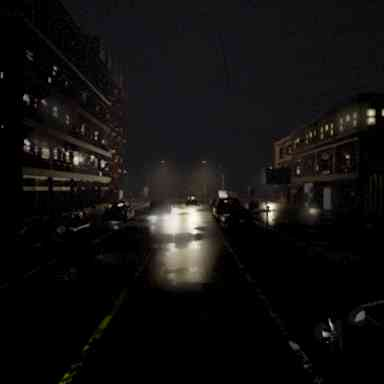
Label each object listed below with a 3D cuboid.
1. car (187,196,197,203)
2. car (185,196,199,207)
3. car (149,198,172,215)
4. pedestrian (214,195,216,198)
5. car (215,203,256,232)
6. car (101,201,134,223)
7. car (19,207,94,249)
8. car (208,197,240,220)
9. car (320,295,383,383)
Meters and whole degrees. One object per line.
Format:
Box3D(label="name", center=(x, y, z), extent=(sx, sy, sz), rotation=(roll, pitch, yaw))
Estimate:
Box3D(label="car", center=(0.011, 1.546, 69.044), extent=(1.994, 1.385, 4.181), rotation=(0, 0, 0))
Box3D(label="car", center=(0.008, 1.521, 53.277), extent=(2.128, 1.511, 4.902), rotation=(0, 0, 0))
Box3D(label="car", center=(-3.090, 1.584, 33.512), extent=(1.994, 1.385, 4.181), rotation=(0, 0, 0))
Box3D(label="pedestrian", center=(3.007, 1.319, 44.026), extent=(0.375, 1.860, 0.375), rotation=(-1, 1, -3))
Box3D(label="car", center=(2.684, 1.578, 20.013), extent=(1.947, 1.339, 4.313), rotation=(-1, 0, 0))
Box3D(label="car", center=(-5.697, 1.456, 25.720), extent=(1.967, 1.590, 4.097), rotation=(-1, 0, 0))
Box3D(label="car", center=(-5.699, 1.449, 14.365), extent=(1.967, 1.590, 4.097), rotation=(-1, 0, 0))
Box3D(label="car", center=(2.682, 1.331, 25.690), extent=(2.192, 1.841, 5.009), rotation=(-1, 0, 0))
Box3D(label="car", center=(2.681, 1.568, 2.980), extent=(1.947, 1.339, 4.313), rotation=(-1, 0, 0))
